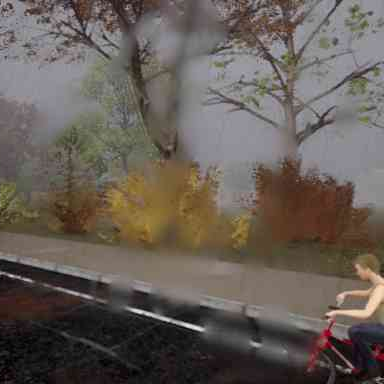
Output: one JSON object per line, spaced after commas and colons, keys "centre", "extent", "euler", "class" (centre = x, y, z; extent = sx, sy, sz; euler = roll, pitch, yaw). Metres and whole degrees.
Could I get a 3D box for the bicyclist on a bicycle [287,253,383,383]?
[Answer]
{"centre": [1.720, 1.435, 3.449], "extent": [1.509, 1.612, 0.866], "euler": [0, 0, 35], "class": "bicyclist on a bicycle"}
